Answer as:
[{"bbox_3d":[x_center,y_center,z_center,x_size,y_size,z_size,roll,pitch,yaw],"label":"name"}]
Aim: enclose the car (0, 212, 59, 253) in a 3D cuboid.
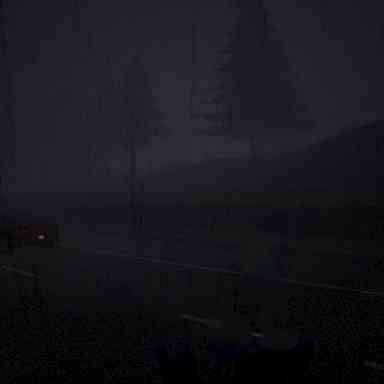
[{"bbox_3d":[-7.745,1.628,14.507,5.008,1.535,1.882,-1,0,40],"label":"car"}]
